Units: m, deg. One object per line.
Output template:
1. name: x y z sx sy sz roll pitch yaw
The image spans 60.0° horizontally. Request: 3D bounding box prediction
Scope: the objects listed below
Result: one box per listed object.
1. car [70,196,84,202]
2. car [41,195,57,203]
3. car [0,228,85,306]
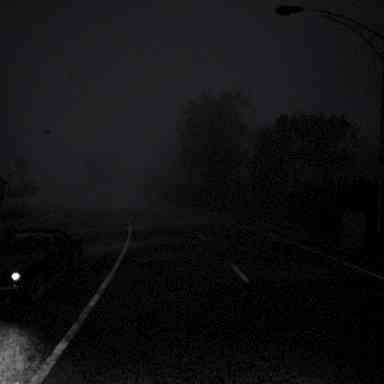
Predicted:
1. car: -27.931 1.683 80.958 1.837 1.490 4.892 -3 2 -42
2. car: -37.146 1.847 85.473 5.008 1.535 1.882 0 3 43
3. car: -4.075 1.608 8.069 1.895 1.301 4.718 0 0 -5
